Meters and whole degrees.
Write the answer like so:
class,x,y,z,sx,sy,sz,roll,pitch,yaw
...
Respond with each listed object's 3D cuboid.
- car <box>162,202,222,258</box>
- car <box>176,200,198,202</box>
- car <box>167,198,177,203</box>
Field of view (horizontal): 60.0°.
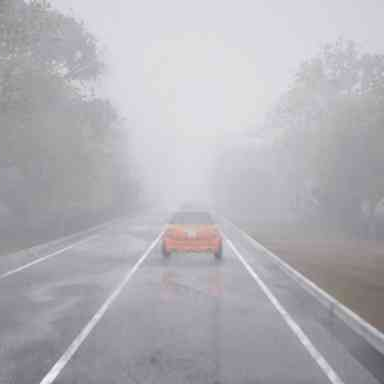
class,x,y,z,sx,sy,sz,roll,pitch,yaw
car,0.023,1.472,13.398,2.097,1.767,4.553,0,-1,0
car,0.022,1.563,28.391,2.097,1.767,4.553,0,0,1
car,-3.551,1.862,61.388,2.128,1.511,4.902,0,0,1
